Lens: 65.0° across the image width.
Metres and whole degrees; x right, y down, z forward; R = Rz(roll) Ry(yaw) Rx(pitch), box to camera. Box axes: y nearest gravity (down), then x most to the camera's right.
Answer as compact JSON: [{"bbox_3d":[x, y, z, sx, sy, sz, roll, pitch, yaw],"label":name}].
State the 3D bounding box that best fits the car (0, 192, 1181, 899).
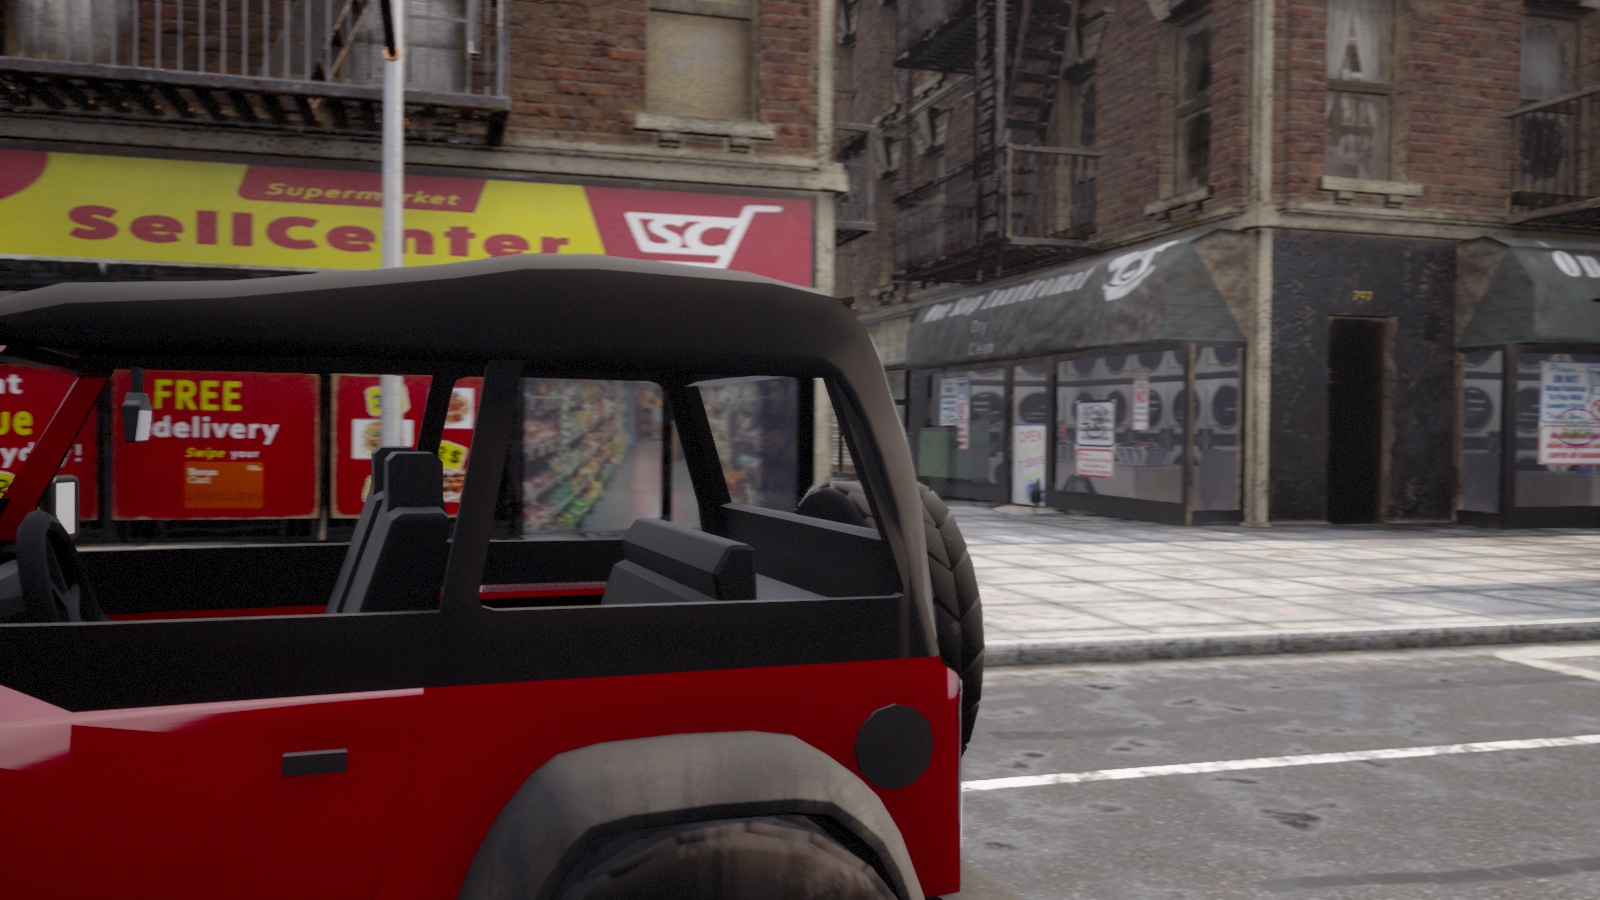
[{"bbox_3d":[-1.384,0.561,2.717,3.866,1.878,1.905,-1,1,-21],"label":"car"}]
